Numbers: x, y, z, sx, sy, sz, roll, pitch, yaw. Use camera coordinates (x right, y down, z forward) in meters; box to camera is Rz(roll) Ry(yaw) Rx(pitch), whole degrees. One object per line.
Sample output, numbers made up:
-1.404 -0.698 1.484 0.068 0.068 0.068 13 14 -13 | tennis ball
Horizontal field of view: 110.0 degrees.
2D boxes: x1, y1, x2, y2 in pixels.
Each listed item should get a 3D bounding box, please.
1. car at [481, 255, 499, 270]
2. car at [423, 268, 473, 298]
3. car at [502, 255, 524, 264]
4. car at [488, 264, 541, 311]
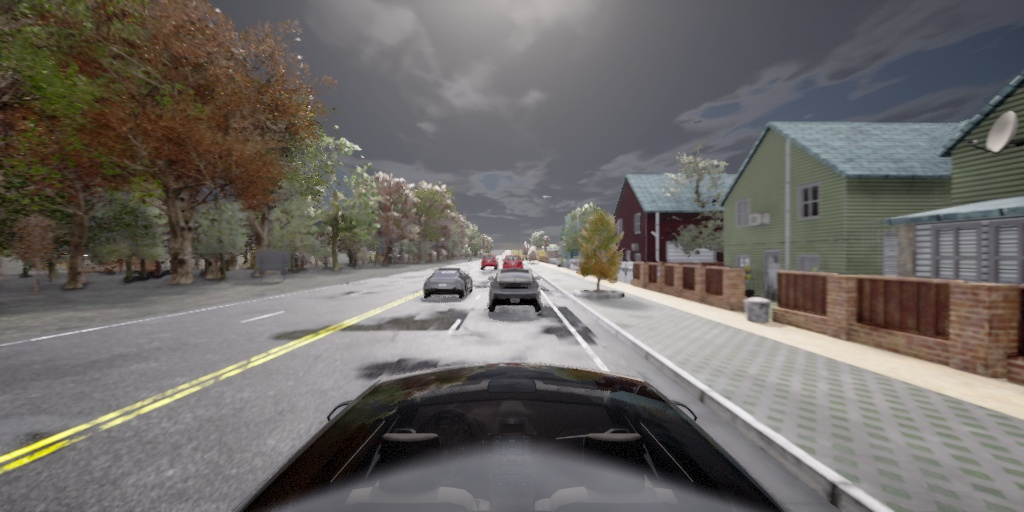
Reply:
-3.143 0.872 51.025 2.150 2.045 5.566 0 0 0 | car
-3.148 1.292 18.313 1.994 1.385 4.181 0 0 0 | car
0.104 0.902 38.636 2.150 2.045 5.566 0 0 0 | car
0.102 1.240 14.374 1.837 1.490 4.892 0 0 0 | car
